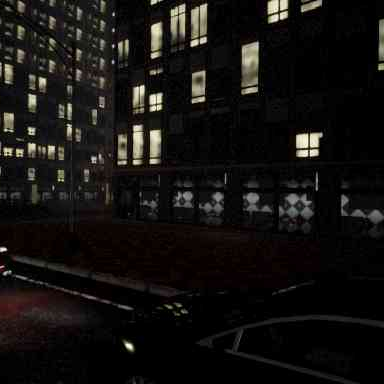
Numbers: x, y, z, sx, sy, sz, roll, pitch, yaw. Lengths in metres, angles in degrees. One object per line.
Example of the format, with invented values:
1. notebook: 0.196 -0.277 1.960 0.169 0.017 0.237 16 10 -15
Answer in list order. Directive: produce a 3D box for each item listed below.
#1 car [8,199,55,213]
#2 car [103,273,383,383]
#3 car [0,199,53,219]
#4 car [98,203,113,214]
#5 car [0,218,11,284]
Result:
1. car: -19.165 1.642 39.915 1.752 1.417 4.829 1 0 36
2. car: 1.327 1.491 2.734 4.902 1.511 2.128 0 0 35
3. car: -15.653 1.519 30.546 2.192 1.841 5.009 1 0 36
4. car: -8.870 1.830 39.768 1.752 1.417 4.829 1 0 36
5. car: -6.356 1.487 8.188 4.902 1.511 2.128 0 0 36
